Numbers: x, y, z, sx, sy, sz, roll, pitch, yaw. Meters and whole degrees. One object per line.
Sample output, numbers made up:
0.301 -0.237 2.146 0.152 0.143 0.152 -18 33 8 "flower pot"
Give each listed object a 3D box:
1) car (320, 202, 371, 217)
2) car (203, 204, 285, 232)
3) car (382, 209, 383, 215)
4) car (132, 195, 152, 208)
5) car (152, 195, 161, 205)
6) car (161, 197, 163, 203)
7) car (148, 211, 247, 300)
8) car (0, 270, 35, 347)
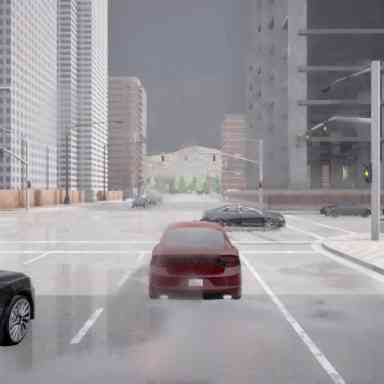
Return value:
13.922 1.564 30.275 4.181 1.385 1.994 0 0 0 "car"
2.975 1.491 19.637 4.902 1.511 2.128 0 0 0 "car"
18.473 1.221 26.747 5.566 2.045 2.150 0 0 0 "car"
-7.248 1.505 46.959 1.837 1.490 4.892 0 0 1 "car"
-7.094 1.352 56.792 2.097 1.767 4.553 0 0 1 "car"
-6.886 1.547 67.061 2.033 1.411 5.357 0 0 1 "car"
0.064 1.478 8.447 1.882 1.535 5.008 0 0 0 "car"
-3.449 1.492 3.442 2.128 1.511 4.902 0 0 0 "car"
